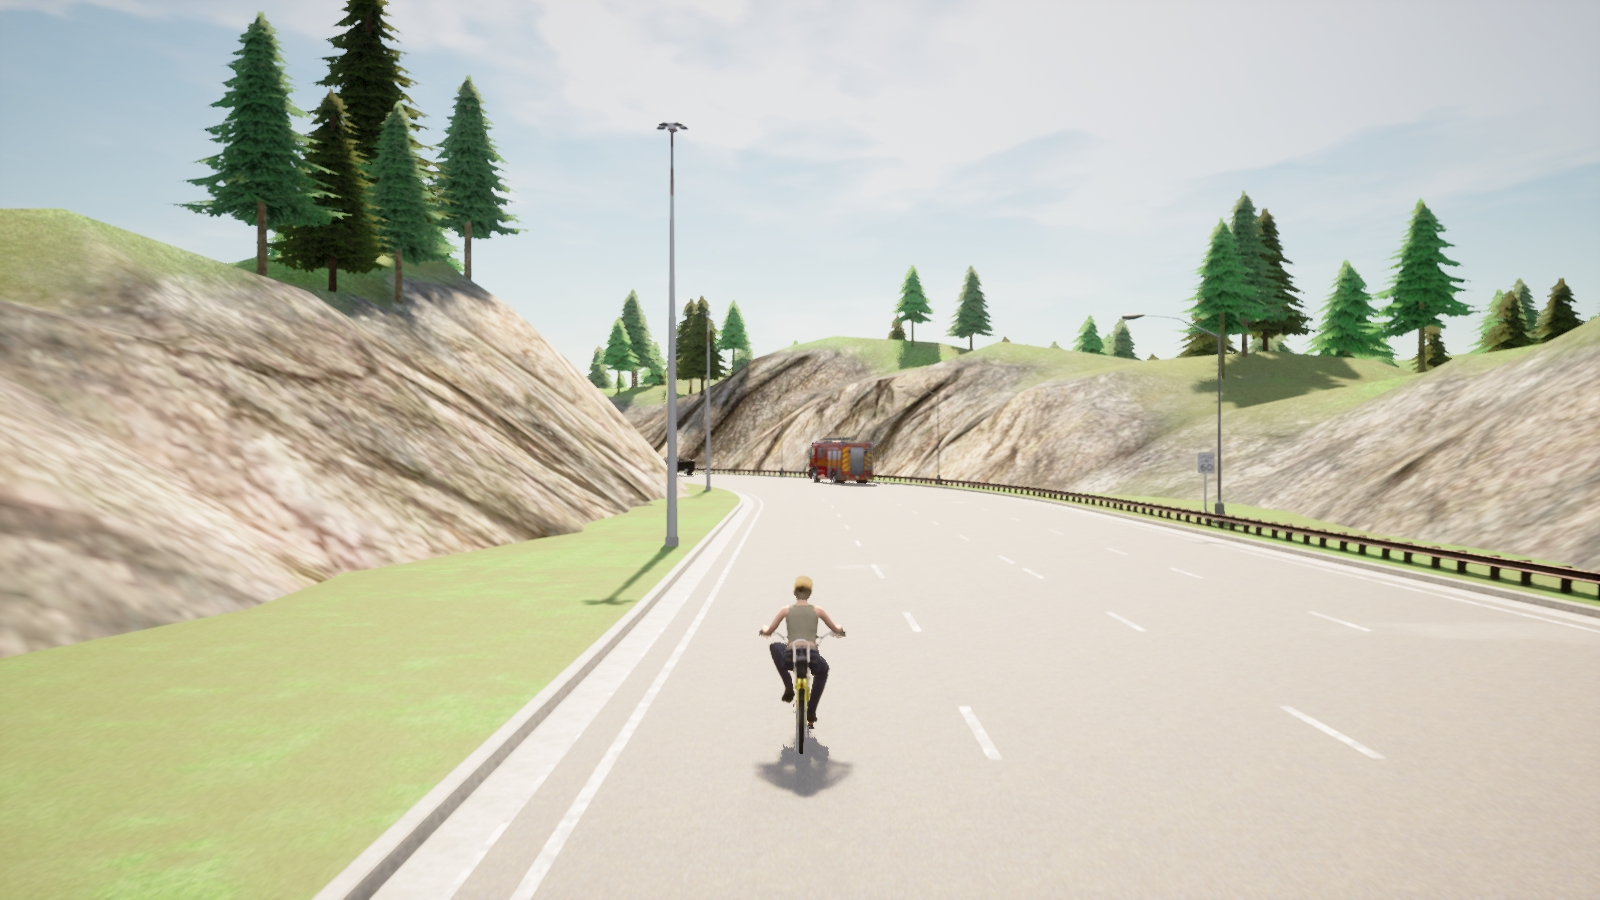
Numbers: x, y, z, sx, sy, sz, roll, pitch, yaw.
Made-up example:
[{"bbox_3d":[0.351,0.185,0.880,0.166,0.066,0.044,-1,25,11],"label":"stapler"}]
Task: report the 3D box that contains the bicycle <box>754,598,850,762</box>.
[{"bbox_3d":[0.023,2.157,10.981,0.859,1.276,1.487,0,0,1],"label":"bicycle"}]
